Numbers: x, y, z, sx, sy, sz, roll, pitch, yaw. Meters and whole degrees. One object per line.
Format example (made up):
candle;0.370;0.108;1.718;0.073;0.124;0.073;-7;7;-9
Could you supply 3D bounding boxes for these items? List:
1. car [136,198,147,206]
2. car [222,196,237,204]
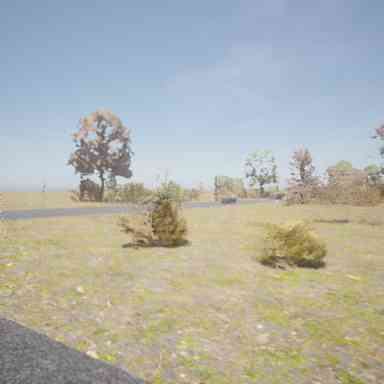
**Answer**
car;-7.520;1.676;57.251;1.812;1.442;4.674;0;1;34
car;7.722;1.654;68.144;2.128;1.511;4.902;0;0;29
